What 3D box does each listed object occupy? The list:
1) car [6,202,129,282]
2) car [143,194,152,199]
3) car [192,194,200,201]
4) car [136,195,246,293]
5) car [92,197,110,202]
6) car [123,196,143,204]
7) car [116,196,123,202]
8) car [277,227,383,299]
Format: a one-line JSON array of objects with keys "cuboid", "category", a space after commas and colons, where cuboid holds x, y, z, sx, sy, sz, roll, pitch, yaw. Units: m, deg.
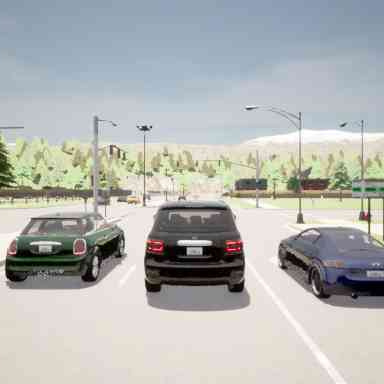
[{"cuboid": [-3.420, 1.352, 9.924, 2.097, 1.767, 4.553, 0, 0, 0], "category": "car"}, {"cuboid": [-10.507, 1.290, 77.676, 1.837, 1.490, 4.892, 0, 0, 1], "category": "car"}, {"cuboid": [1.089, 1.311, 83.377, 1.882, 1.535, 5.008, 0, 0, 1], "category": "car"}, {"cuboid": [0.072, 1.221, 9.030, 2.150, 2.045, 5.566, 0, 0, 0], "category": "car"}, {"cuboid": [-14.504, 1.547, 53.252, 2.033, 1.411, 5.357, 0, 0, 1], "category": "car"}, {"cuboid": [-10.839, 1.477, 61.498, 1.882, 1.535, 5.008, 0, 0, 1], "category": "car"}, {"cuboid": [-14.164, 1.552, 68.262, 1.994, 1.385, 4.181, 0, 0, 1], "category": "car"}, {"cuboid": [3.575, 1.564, 8.485, 1.994, 1.385, 4.181, 0, 0, 0], "category": "car"}]
